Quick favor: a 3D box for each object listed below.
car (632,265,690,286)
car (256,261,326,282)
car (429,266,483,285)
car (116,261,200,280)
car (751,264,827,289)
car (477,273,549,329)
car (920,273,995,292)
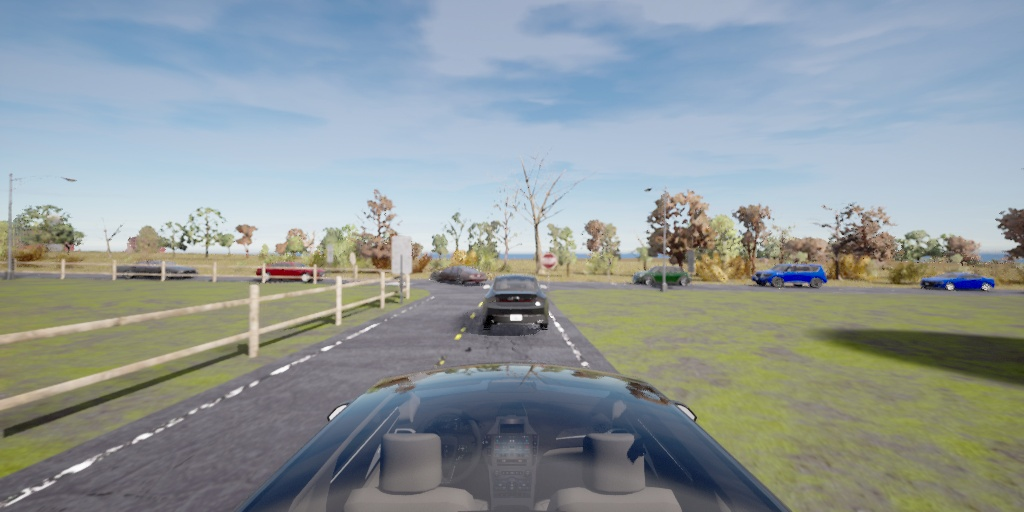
[{"bbox_3d":[12.865,1.624,31.142,4.553,1.767,2.097,1,0,-1],"label":"car"},{"bbox_3d":[-17.345,1.205,28.313,5.008,1.535,1.882,1,0,0],"label":"car"},{"bbox_3d":[-4.393,1.511,28.825,5.357,1.411,2.033,1,0,42],"label":"car"},{"bbox_3d":[-27.995,1.072,28.340,5.357,1.411,2.033,1,0,0],"label":"car"},{"bbox_3d":[24.049,1.694,31.159,5.566,2.045,2.150,1,0,0],"label":"car"},{"bbox_3d":[0.104,1.350,11.567,1.837,1.490,4.892,0,-1,0],"label":"car"},{"bbox_3d":[38.514,2.198,31.098,5.008,1.535,1.882,1,1,0],"label":"car"}]
